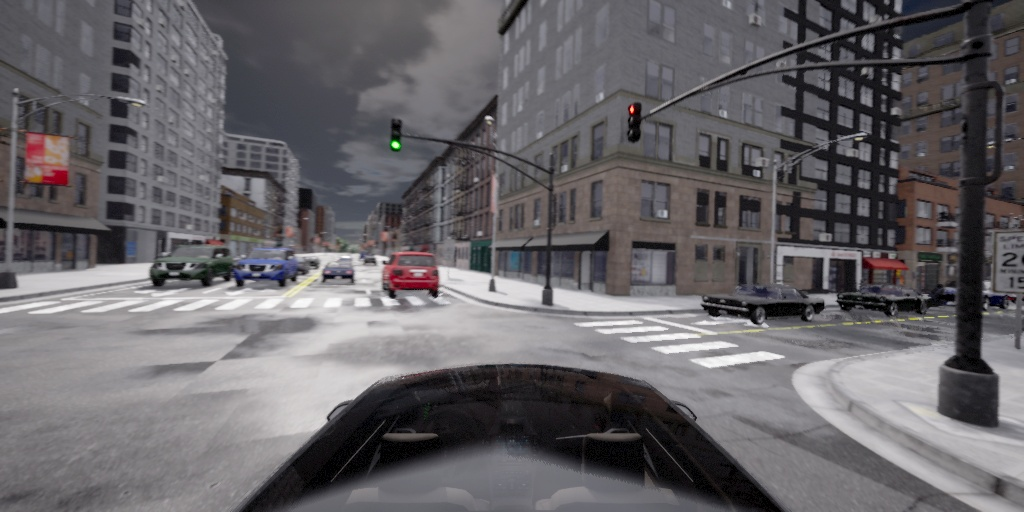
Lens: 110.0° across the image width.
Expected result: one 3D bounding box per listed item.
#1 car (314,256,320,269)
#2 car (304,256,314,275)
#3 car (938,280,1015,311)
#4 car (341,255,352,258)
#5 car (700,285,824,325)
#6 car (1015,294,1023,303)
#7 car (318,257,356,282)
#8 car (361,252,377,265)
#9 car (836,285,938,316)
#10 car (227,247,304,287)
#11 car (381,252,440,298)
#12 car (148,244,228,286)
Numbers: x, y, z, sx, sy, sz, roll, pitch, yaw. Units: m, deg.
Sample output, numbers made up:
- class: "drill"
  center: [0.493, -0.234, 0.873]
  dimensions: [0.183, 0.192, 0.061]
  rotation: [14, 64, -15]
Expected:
- class: "car"
  center: [-21.445, 0.661, 38.074]
  dimensions: [1.895, 1.301, 4.718]
  rotation: [2, 0, -24]
- class: "car"
  center: [-17.350, 0.716, 28.719]
  dimensions: [1.812, 1.442, 4.674]
  rotation: [2, 0, -23]
- class: "car"
  center: [27.000, 2.188, 21.225]
  dimensions: [4.553, 1.767, 2.097]
  rotation: [2, 0, -23]
- class: "car"
  center: [-23.905, 0.541, 51.679]
  dimensions: [2.033, 1.411, 5.357]
  rotation: [2, 0, -23]
- class: "car"
  center: [9.479, 1.754, 13.603]
  dimensions: [4.718, 1.301, 1.895]
  rotation: [2, 0, -24]
- class: "car"
  center: [36.437, 2.431, 25.291]
  dimensions: [5.566, 2.045, 2.150]
  rotation: [2, 0, -22]
- class: "car"
  center: [-11.416, 0.991, 23.775]
  dimensions: [1.895, 1.301, 4.718]
  rotation: [2, 0, -24]
- class: "car"
  center: [-21.384, 0.591, 54.063]
  dimensions: [1.837, 1.490, 4.892]
  rotation: [2, 0, -24]
- class: "car"
  center: [17.933, 2.082, 17.291]
  dimensions: [4.718, 1.301, 1.895]
  rotation: [2, 0, -23]
- class: "car"
  center: [-13.464, 0.533, 20.028]
  dimensions: [2.150, 2.045, 5.566]
  rotation: [2, 0, -22]
- class: "car"
  center: [-4.991, 0.827, 17.359]
  dimensions: [2.150, 2.045, 5.566]
  rotation: [2, 0, -24]
- class: "car"
  center: [-16.572, 0.422, 18.959]
  dimensions: [2.150, 2.045, 5.566]
  rotation: [2, 0, -24]
